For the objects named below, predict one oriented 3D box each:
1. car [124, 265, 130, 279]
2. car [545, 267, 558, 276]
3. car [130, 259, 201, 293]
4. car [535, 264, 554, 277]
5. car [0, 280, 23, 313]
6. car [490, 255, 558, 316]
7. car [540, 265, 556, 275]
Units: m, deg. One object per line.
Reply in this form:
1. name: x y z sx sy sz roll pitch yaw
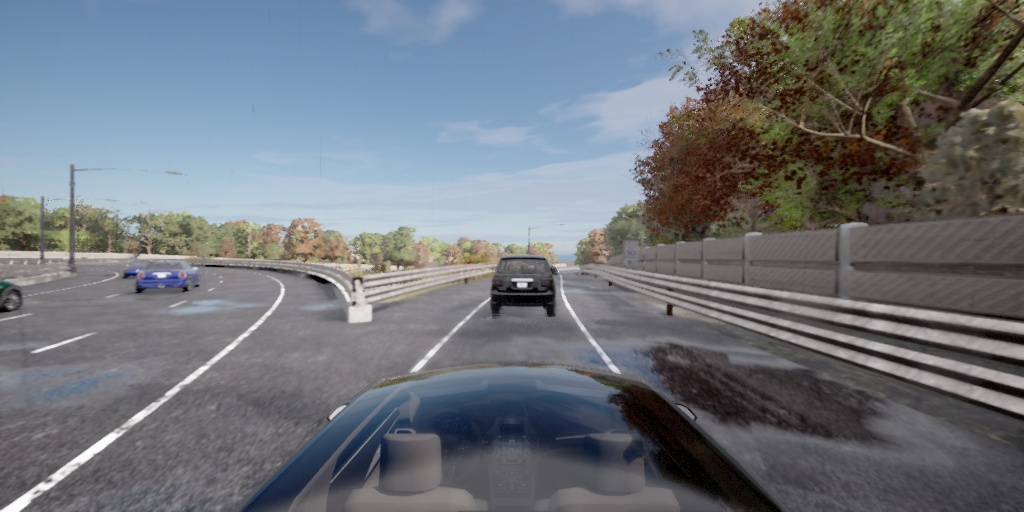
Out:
1. car: -33.147 1.230 32.055 1.994 1.385 4.181 0 0 -43
2. car: 6.877 2.650 62.013 1.812 1.442 4.674 0 -4 10
3. car: -19.427 1.054 20.476 2.097 1.767 4.553 0 0 -33
4. car: 3.679 1.577 39.969 1.994 1.385 4.181 0 -2 8
5. car: -17.446 1.051 10.646 2.097 1.767 4.553 0 0 -28
6. car: 0.488 0.985 13.657 2.150 2.045 5.566 0 0 4
7. car: 4.966 1.944 49.499 1.994 1.385 4.181 0 -3 8
